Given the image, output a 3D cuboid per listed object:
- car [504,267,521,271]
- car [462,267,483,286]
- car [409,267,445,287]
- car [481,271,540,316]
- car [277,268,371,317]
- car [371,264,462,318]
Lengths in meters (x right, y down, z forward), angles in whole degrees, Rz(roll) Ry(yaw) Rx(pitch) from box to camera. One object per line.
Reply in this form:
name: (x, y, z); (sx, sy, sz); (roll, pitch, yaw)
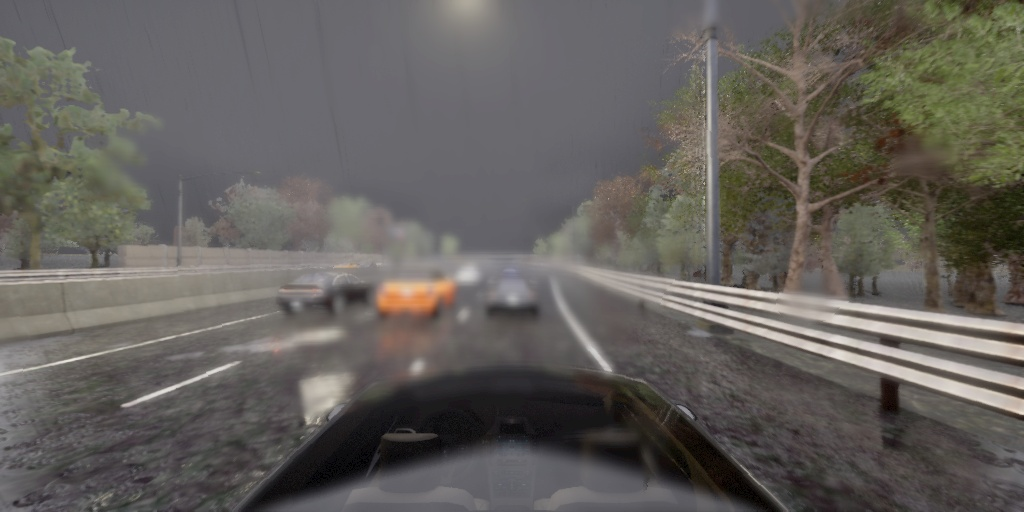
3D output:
car: (0.039, 1.668, 29.782); (1.812, 1.442, 4.674); (0, -1, 0)
car: (-3.459, 1.668, 29.800); (1.812, 1.442, 4.674); (0, -1, 0)
car: (-6.960, 1.667, 29.782); (1.812, 1.442, 4.674); (0, -1, 0)
car: (0.044, 1.489, 14.352); (1.994, 1.385, 4.181); (0, -1, 0)
car: (-6.959, 1.412, 14.084); (2.128, 1.511, 4.902); (0, -1, 0)
car: (-3.459, 1.270, 14.002); (2.097, 1.767, 4.553); (0, -1, 0)
